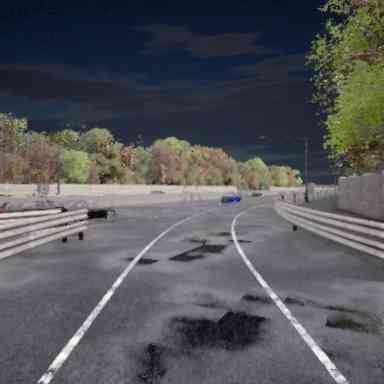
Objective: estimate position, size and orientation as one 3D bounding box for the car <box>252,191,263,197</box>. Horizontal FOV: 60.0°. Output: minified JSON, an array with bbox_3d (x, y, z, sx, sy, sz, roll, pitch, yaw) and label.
[{"bbox_3d":[17.154,0.593,86.997,1.882,1.535,5.008,0,1,26],"label":"car"}]

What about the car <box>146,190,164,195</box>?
[{"bbox_3d":[-9.047,0.529,81.405,2.150,2.045,5.566,0,1,26],"label":"car"}]

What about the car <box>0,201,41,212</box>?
[{"bbox_3d":[-10.283,1.314,23.462,2.033,1.411,5.357,0,1,26],"label":"car"}]

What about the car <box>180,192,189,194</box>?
[{"bbox_3d":[-2.189,0.629,95.256,1.882,1.535,5.008,0,1,26],"label":"car"}]

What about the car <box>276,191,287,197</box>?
[{"bbox_3d":[21.726,0.694,80.453,1.994,1.385,4.181,0,1,26],"label":"car"}]

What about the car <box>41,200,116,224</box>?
[{"bbox_3d":[-7.067,1.278,22.052,2.128,1.511,4.902,1,1,26],"label":"car"}]

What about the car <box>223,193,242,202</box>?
[{"bbox_3d":[7.152,0.902,58.907,1.837,1.490,4.892,0,0,26],"label":"car"}]

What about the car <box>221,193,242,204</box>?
[{"bbox_3d":[5.786,0.961,48.247,1.882,1.535,5.008,0,0,26],"label":"car"}]
